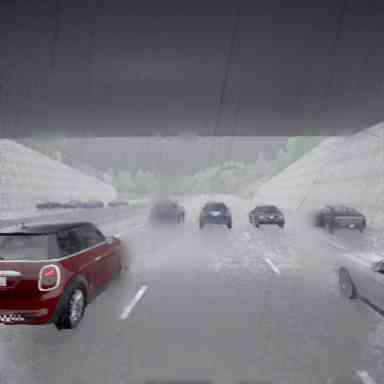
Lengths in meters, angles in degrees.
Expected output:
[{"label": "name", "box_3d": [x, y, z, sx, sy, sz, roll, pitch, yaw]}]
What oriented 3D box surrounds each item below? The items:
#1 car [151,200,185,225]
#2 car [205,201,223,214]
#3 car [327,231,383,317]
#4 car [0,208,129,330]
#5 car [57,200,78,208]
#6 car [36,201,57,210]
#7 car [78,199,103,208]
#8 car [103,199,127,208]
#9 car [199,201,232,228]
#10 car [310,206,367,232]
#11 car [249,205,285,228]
[{"label": "car", "box_3d": [-1.751, 1.494, 25.398, 2.097, 1.767, 4.553, 0, 0, 3]}, {"label": "car", "box_3d": [2.563, 1.760, 38.893, 1.994, 1.385, 4.181, 0, 0, 3]}, {"label": "car", "box_3d": [4.054, 1.612, 5.474, 1.895, 1.301, 4.718, 0, 0, 3]}, {"label": "car", "box_3d": [-2.854, 1.404, 7.221, 2.097, 1.767, 4.553, 0, 0, 3]}, {"label": "car", "box_3d": [-17.889, 1.897, 50.526, 2.033, 1.411, 5.357, 0, 0, 4]}, {"label": "car", "box_3d": [-21.436, 1.964, 49.976, 1.895, 1.301, 4.718, 0, 0, 4]}, {"label": "car", "box_3d": [-14.493, 1.803, 48.905, 1.882, 1.535, 5.008, 0, -1, 4]}, {"label": "car", "box_3d": [-10.981, 1.788, 48.946, 1.882, 1.535, 5.008, 0, -1, 4]}, {"label": "car", "box_3d": [1.620, 1.468, 23.132, 2.097, 1.767, 4.553, 0, 0, 4]}, {"label": "car", "box_3d": [8.419, 1.558, 19.595, 2.128, 1.511, 4.902, 0, 0, 3]}, {"label": "car", "box_3d": [5.136, 1.649, 23.303, 2.033, 1.411, 5.357, 0, 0, 3]}]
